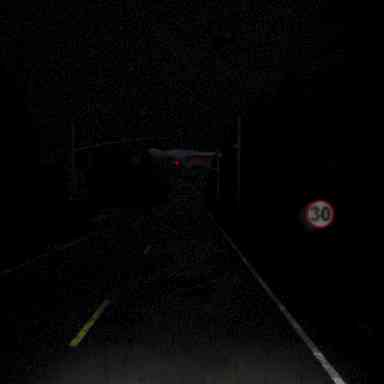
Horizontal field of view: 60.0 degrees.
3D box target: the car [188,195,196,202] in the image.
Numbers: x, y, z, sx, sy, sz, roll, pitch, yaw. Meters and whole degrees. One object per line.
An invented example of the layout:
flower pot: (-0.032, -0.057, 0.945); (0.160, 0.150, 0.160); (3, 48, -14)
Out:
car: (0.006, 1.578, 80.888); (1.837, 1.490, 4.892); (0, 0, 0)
